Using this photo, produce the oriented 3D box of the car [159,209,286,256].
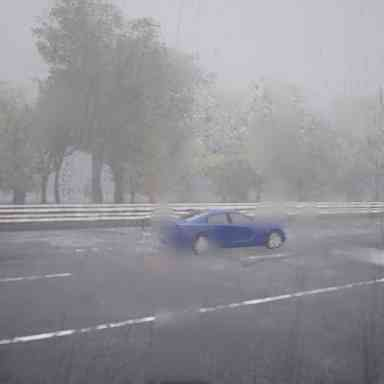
[{"bbox_3d":[1.243,1.386,12.563,5.008,1.535,1.882,1,0,-25],"label":"car"}]
